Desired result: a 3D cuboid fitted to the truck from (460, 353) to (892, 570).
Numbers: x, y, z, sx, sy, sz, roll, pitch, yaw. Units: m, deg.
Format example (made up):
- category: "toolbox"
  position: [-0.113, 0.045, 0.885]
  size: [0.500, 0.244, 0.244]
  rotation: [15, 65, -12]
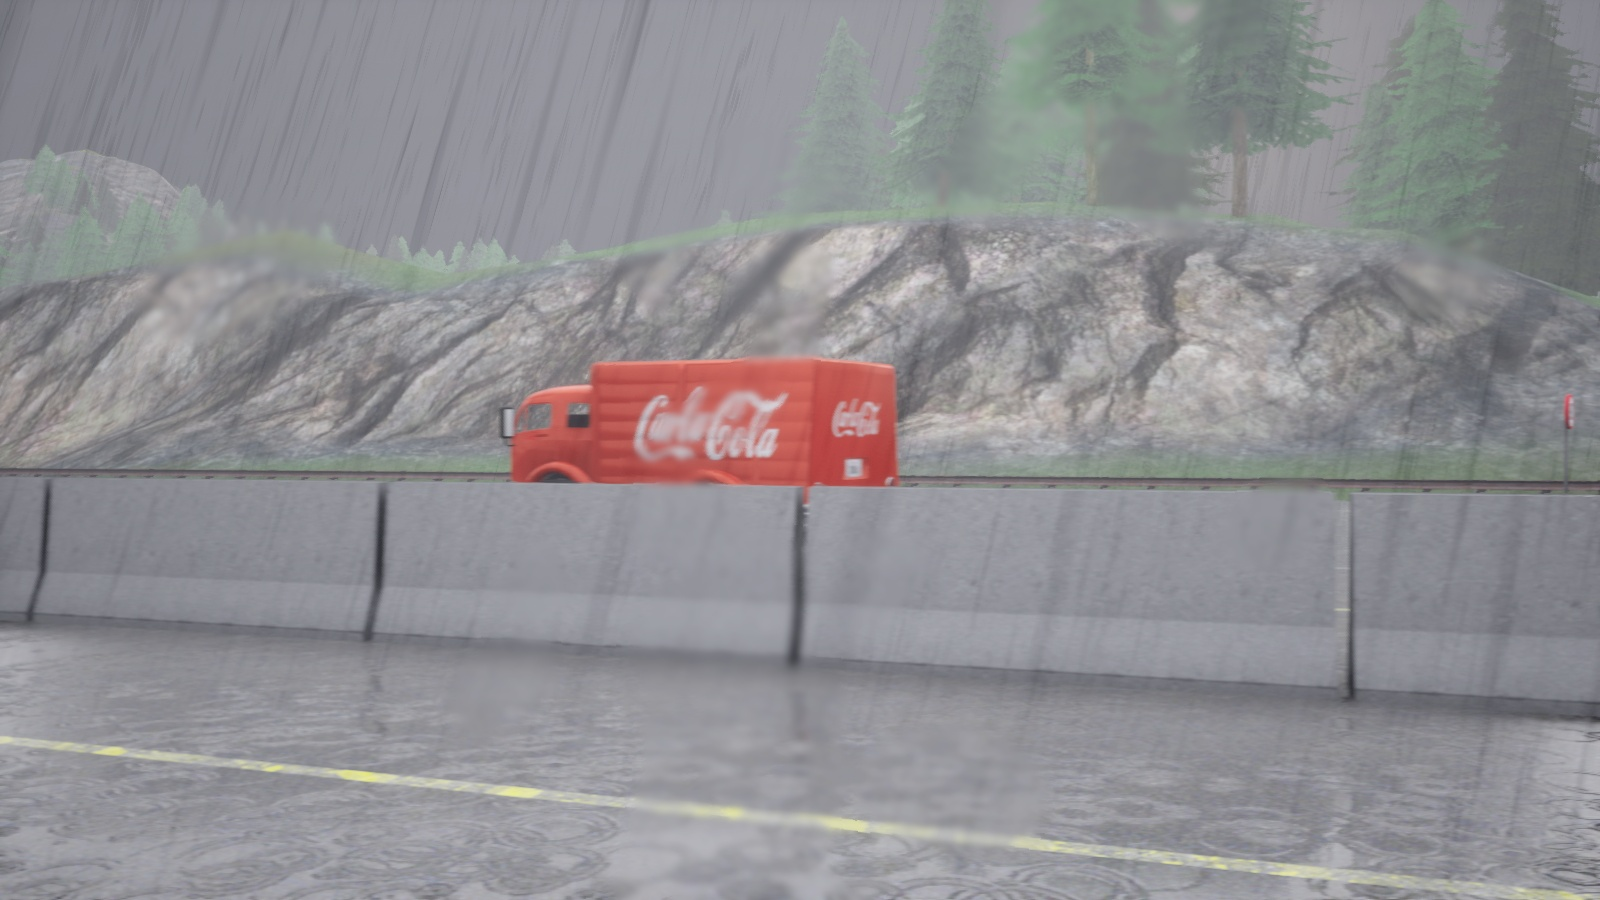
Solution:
- category: "truck"
  position: [-1.701, 0.070, 16.777]
  size: [5.204, 2.467, 2.627]
  rotation: [1, 1, 32]
